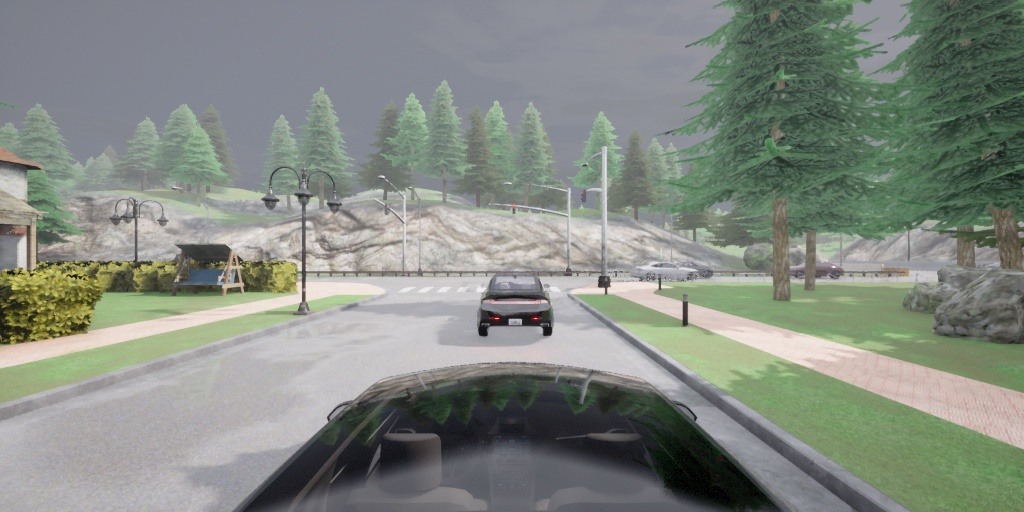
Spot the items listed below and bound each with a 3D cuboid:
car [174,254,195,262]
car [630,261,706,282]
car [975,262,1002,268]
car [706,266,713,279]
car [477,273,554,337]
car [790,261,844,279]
[{"bbox_3d":[-21.313,0.810,25.840,5.566,2.045,2.150,0,0,0],"label":"car"},{"bbox_3d":[10.945,1.113,25.791,4.674,1.442,1.812,0,0,0],"label":"car"},{"bbox_3d":[36.003,1.179,25.618,4.674,1.442,1.812,3,0,4],"label":"car"},{"bbox_3d":[14.171,1.151,29.465,4.181,1.385,1.994,0,0,0],"label":"car"},{"bbox_3d":[0.094,1.242,10.333,2.128,1.511,4.902,0,0,1],"label":"car"},{"bbox_3d":[24.473,1.113,29.411,4.674,1.442,1.812,0,0,0],"label":"car"}]
